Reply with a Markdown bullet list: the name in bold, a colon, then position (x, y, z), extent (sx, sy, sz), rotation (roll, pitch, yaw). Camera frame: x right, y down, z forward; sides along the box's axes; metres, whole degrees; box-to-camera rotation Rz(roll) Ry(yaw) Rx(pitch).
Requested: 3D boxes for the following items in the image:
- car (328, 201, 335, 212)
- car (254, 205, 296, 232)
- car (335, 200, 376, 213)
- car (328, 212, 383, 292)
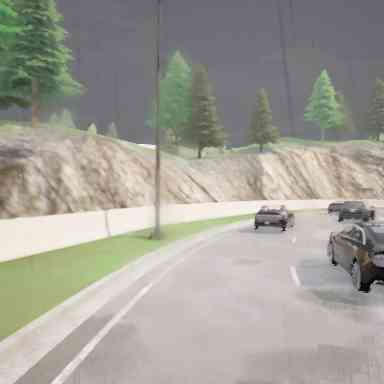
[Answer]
- **car**: position (16.311, 1.629, 35.662), extent (4.902, 1.511, 2.128), rotation (0, 0, -44)
- **car**: position (5.240, 1.535, 20.743), extent (2.128, 1.511, 4.902), rotation (0, 0, 25)
- **car**: position (13.374, 1.465, 26.803), extent (2.097, 1.767, 4.553), rotation (1, 0, 36)
- **car**: position (4.937, 1.533, 8.808), extent (2.128, 1.511, 4.902), rotation (0, 0, 12)
